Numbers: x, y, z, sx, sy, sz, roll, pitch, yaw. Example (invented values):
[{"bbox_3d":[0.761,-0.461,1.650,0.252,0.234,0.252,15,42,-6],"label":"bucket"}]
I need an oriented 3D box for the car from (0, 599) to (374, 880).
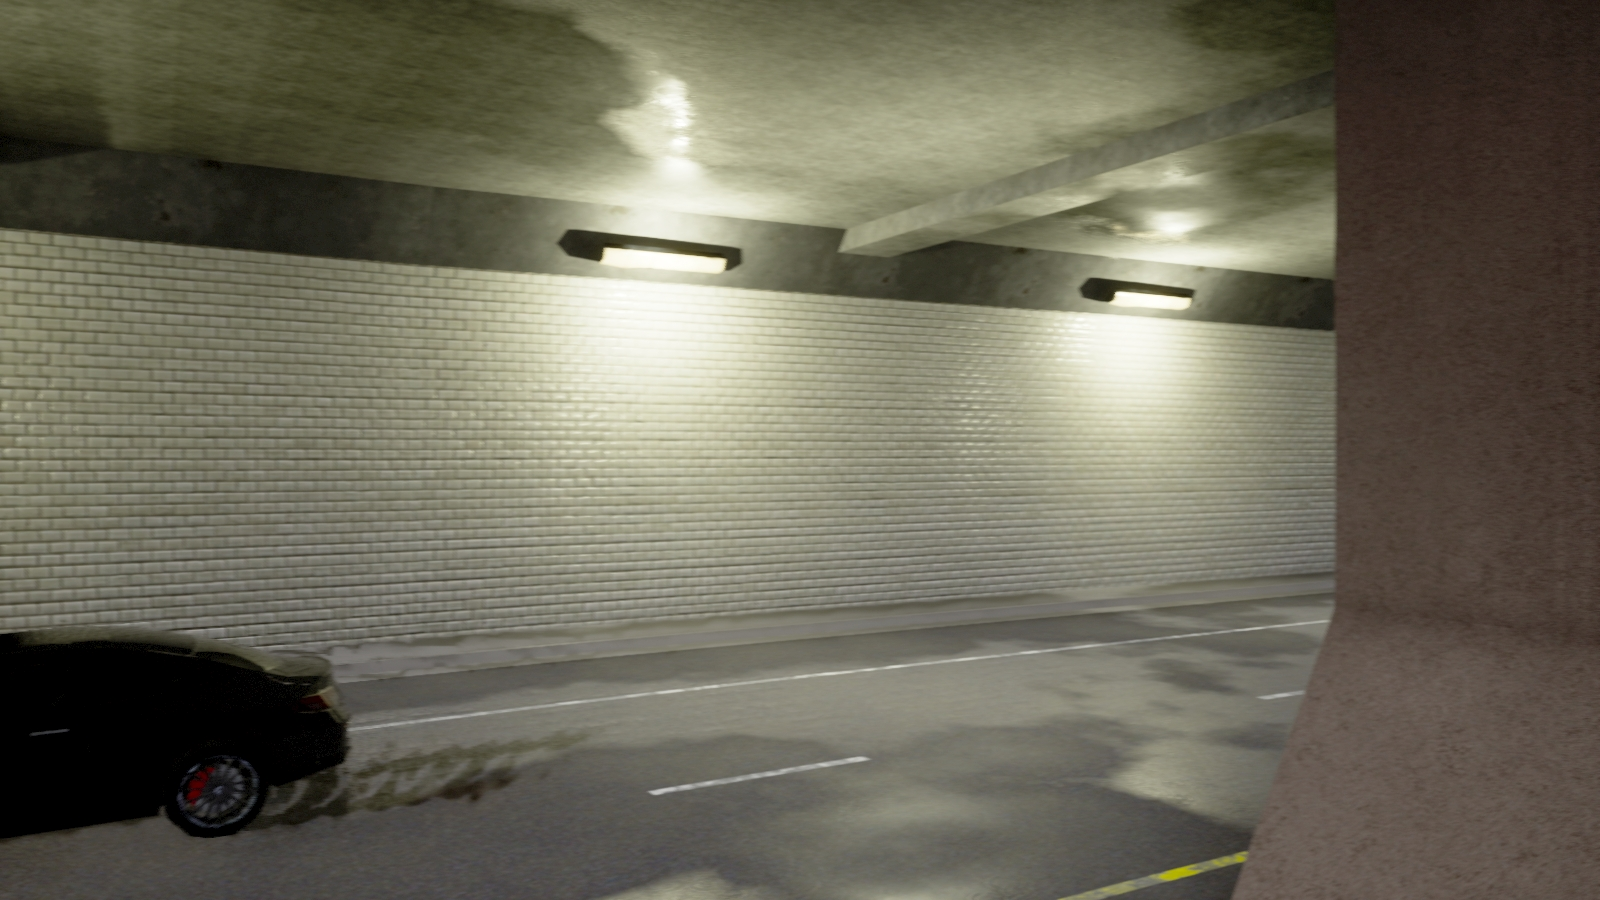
[{"bbox_3d":[-5.750,2.074,8.256,4.674,1.442,2.002,0,0,-34],"label":"car"}]
